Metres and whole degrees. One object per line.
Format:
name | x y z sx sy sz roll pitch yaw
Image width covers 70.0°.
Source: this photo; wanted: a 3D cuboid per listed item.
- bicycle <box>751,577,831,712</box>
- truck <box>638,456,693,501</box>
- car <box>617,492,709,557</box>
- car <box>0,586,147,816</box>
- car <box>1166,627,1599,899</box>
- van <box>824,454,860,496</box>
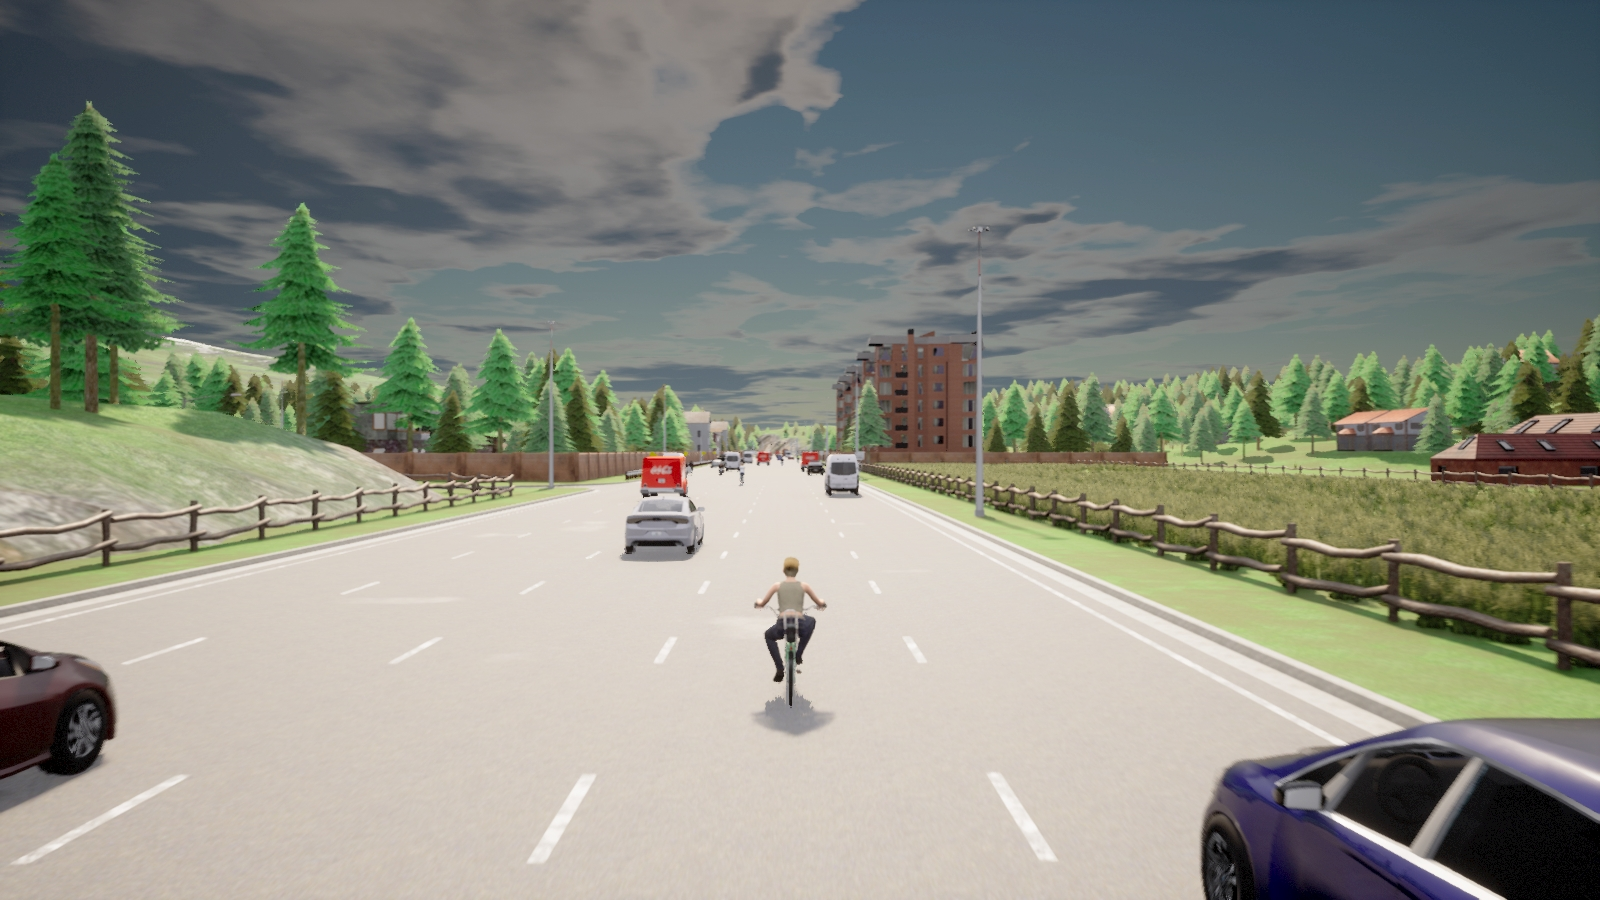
bicycle | -0.104 2.164 12.980 0.859 1.276 1.487 0 0 -1
truck | -7.747 1.602 66.240 2.627 2.467 5.204 0 0 -1
car | -3.809 2.050 32.620 2.097 1.535 5.006 0 0 -1
car | -7.136 2.045 8.484 2.007 1.525 4.514 0 0 0
car | 3.494 1.970 5.040 2.242 1.667 4.611 0 0 -1
van | 2.644 1.569 73.466 1.988 2.561 5.915 0 0 -1
